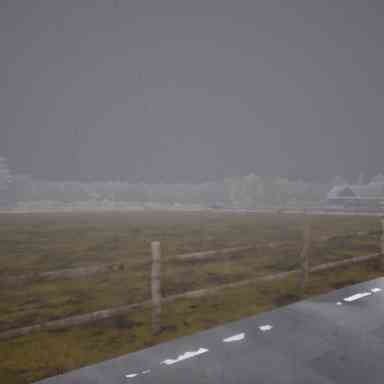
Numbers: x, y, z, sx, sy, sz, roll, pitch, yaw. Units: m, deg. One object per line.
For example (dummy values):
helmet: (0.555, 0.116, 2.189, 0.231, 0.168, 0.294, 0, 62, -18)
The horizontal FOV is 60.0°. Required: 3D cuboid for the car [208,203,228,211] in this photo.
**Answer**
car: (5.210, 2.988, 66.966, 1.837, 1.490, 4.892, 1, -2, -35)
